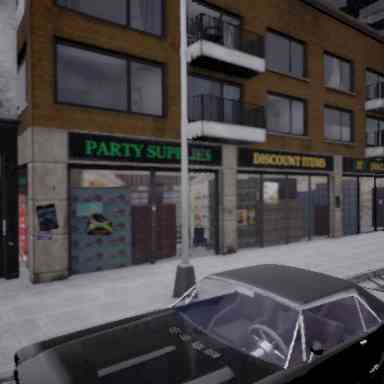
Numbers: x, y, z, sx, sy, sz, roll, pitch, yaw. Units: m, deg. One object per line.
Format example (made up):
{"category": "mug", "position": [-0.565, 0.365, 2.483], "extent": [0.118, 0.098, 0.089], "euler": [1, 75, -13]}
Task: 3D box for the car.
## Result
{"category": "car", "position": [0.668, 1.588, 3.549], "extent": [4.718, 1.301, 1.895], "euler": [0, 0, -35]}
